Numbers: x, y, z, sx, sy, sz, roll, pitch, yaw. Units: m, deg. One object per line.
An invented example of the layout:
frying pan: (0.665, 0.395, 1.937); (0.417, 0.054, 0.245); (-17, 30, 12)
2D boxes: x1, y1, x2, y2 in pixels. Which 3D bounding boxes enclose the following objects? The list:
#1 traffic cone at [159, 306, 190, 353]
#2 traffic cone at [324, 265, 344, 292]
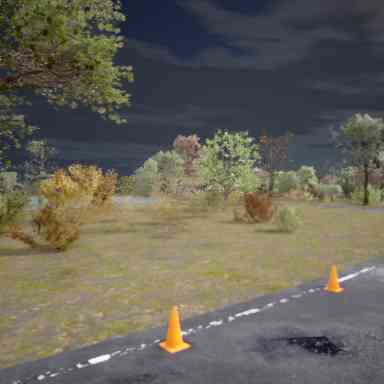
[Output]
traffic cone: (-0.256, 2.015, 4.987); (0.340, 0.580, 0.340); (1, -1, -38)
traffic cone: (3.456, 2.077, 8.095); (0.340, 0.580, 0.340); (1, -1, -42)
